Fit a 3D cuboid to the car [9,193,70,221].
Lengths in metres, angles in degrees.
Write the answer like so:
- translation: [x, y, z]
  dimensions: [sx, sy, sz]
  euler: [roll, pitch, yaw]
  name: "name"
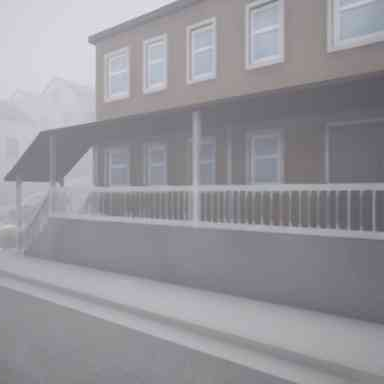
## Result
- translation: [-11.519, 0.995, 25.405]
  dimensions: [1.812, 1.442, 4.674]
  euler: [0, 15, 34]
  name: "car"
